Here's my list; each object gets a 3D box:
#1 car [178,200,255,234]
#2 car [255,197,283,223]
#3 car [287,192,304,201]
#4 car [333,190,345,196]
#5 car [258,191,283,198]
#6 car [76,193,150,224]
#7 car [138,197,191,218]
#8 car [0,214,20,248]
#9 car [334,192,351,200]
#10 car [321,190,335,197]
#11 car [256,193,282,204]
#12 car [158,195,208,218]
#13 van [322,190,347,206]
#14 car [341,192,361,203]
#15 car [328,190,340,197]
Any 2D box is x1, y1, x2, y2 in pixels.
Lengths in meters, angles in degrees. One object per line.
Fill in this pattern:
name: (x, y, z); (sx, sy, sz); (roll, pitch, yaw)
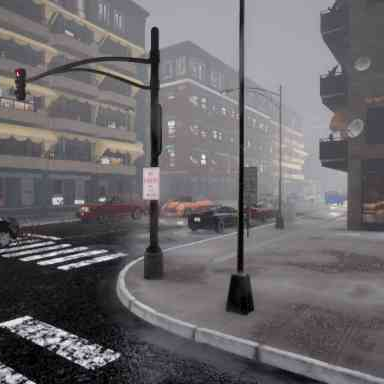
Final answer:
car: (1.456, 1.348, 17.922); (1.947, 1.339, 4.313); (2, 2, 35)
car: (4.659, 1.283, 22.480); (1.802, 1.307, 4.206); (2, 2, 35)
car: (17.044, 0.720, 54.675); (1.947, 1.339, 4.313); (2, 2, 35)
car: (36.263, 0.257, 82.020); (1.802, 1.307, 4.206); (2, 2, 35)
car: (8.896, 0.786, 38.560); (2.097, 1.767, 4.553); (1, 1, 36)
car: (-5.375, 1.032, 22.766); (2.192, 1.841, 5.009); (2, 2, 35)
car: (-2.174, 1.181, 27.330); (1.887, 1.381, 4.507); (2, 2, 35)
car: (-8.584, 1.470, 11.826); (1.837, 1.490, 4.892); (-1, 1, 20)
car: (25.914, 0.696, 57.244); (1.895, 1.301, 4.718); (1, 1, 35)
car: (29.857, 0.379, 72.905); (1.887, 1.381, 4.507); (2, 2, 35)
car: (10.638, 0.881, 45.560); (1.947, 1.339, 4.313); (2, 2, 35)
car: (-0.330, 1.014, 25.465); (2.097, 1.767, 4.553); (1, 1, 35)
van: (17.474, 0.721, 40.705); (1.690, 1.788, 3.998); (2, 2, 35)
car: (23.878, 0.764, 49.824); (1.887, 1.381, 4.507); (2, 2, 35)
car: (33.060, 0.337, 77.463); (1.802, 1.307, 4.206); (2, 2, 35)
